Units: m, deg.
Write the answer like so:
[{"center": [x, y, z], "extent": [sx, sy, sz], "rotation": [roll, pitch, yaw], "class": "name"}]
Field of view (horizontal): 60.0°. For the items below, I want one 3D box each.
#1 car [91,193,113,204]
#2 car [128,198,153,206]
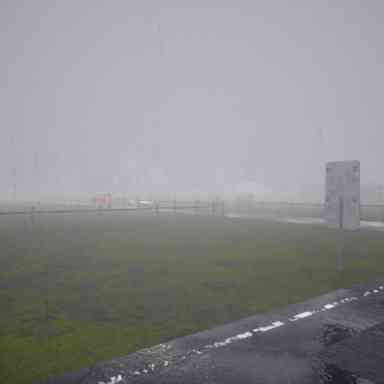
[{"center": [-16.580, 1.190, 61.124], "extent": [2.150, 2.045, 5.566], "rotation": [1, -1, -41], "class": "car"}, {"center": [-7.966, 1.581, 50.959], "extent": [1.895, 1.301, 4.718], "rotation": [1, -1, -40], "class": "car"}]
